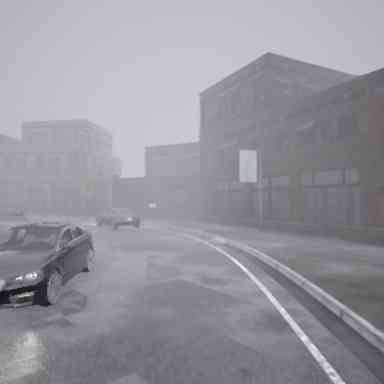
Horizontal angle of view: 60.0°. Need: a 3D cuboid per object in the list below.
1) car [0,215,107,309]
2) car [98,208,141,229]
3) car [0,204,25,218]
[{"bbox_3d":[-3.745,1.547,8.151,2.128,1.511,4.902,0,0,-3],"label":"car"},{"bbox_3d":[-5.359,1.800,23.901,1.994,1.385,4.181,1,-1,-36],"label":"car"},{"bbox_3d":[-18.776,1.857,33.005,4.181,1.385,1.994,0,-2,18],"label":"car"}]
